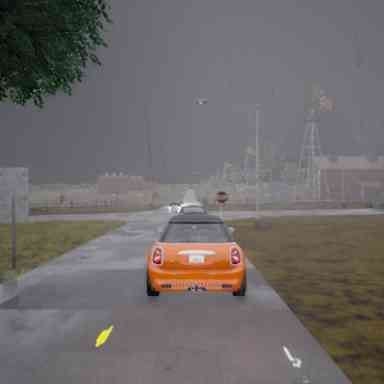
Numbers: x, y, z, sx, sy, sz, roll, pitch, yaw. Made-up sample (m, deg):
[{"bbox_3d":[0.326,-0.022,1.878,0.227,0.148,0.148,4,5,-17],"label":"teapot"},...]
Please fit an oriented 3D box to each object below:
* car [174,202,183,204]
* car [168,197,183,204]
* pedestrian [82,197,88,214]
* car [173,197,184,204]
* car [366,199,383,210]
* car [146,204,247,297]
[{"bbox_3d":[0.043,1.518,18.750,1.837,1.490,4.892,0,0,-1],"label":"car"},{"bbox_3d":[-2.842,1.670,55.407,1.837,1.490,4.892,0,0,0],"label":"car"},{"bbox_3d":[-12.167,1.500,37.745,0.375,1.860,0.375,0,2,0],"label":"pedestrian"},{"bbox_3d":[-2.776,1.854,70.535,2.033,1.411,5.357,0,-1,0],"label":"car"},{"bbox_3d":[20.432,1.158,34.564,4.181,1.385,1.994,-1,1,0],"label":"car"},{"bbox_3d":[0.091,1.352,8.733,2.097,1.767,4.553,0,0,0],"label":"car"}]
